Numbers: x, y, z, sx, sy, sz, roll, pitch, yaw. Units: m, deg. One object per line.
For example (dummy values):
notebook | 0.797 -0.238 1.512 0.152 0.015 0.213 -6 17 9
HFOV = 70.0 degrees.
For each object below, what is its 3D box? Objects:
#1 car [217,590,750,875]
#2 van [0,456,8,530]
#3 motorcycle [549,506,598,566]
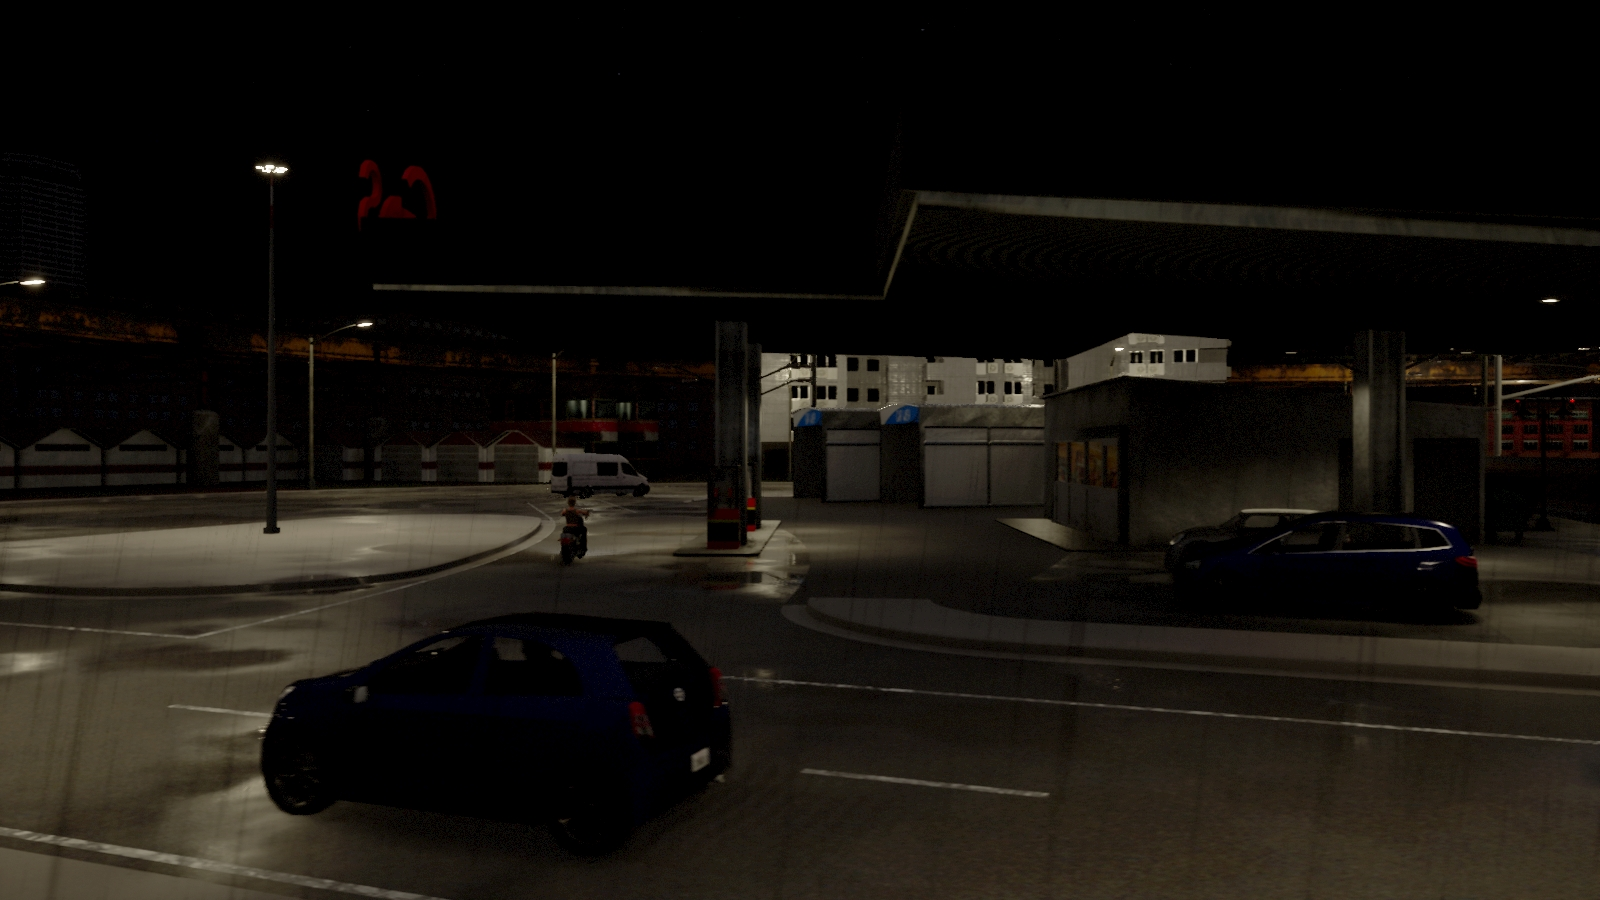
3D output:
car | -2.429 2.034 8.971 3.633 1.501 1.845 0 0 20
van | -29.770 1.504 37.687 1.988 2.561 5.915 0 0 21
motorcycle | -5.657 2.131 28.715 0.764 1.332 2.356 0 0 0
